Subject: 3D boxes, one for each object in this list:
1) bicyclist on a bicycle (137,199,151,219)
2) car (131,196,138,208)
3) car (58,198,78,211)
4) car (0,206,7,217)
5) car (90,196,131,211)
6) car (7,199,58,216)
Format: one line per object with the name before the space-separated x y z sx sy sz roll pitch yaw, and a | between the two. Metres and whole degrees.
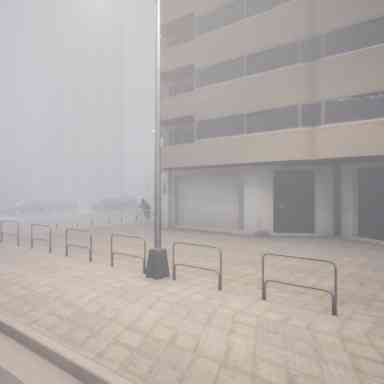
bicyclist on a bicycle | -3.806 1.355 26.409 1.656 1.620 0.582 0 0 38
car | -9.927 1.402 47.748 2.097 1.767 4.553 0 0 38
car | -16.199 1.528 39.755 1.882 1.535 5.008 0 0 38
car | -17.571 1.615 26.456 1.994 1.385 4.181 0 0 39
car | -10.408 1.556 41.474 1.837 1.490 4.892 0 0 38
car | -16.555 1.556 33.604 1.837 1.490 4.892 0 0 38
